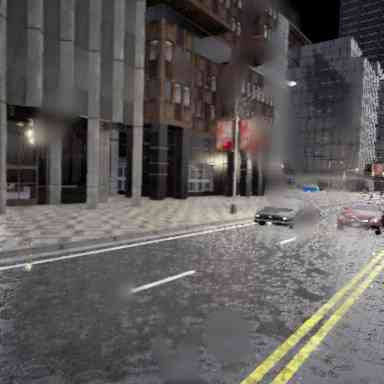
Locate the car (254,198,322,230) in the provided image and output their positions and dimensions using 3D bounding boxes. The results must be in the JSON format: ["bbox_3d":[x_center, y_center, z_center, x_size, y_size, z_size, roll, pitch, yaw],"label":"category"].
[{"bbox_3d":[5.226,1.043,17.499,2.033,1.411,5.357,4,3,38],"label":"car"}]

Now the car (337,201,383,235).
[{"bbox_3d":[8.832,1.185,16.856,1.812,1.442,4.674,4,3,38],"label":"car"}]

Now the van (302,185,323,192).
[{"bbox_3d":[29.529,-0.876,82.838,3.998,1.788,1.690,4,4,38],"label":"van"}]

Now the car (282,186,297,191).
[{"bbox_3d":[25.055,-0.972,86.294,4.206,1.307,1.802,4,4,38],"label":"car"}]
